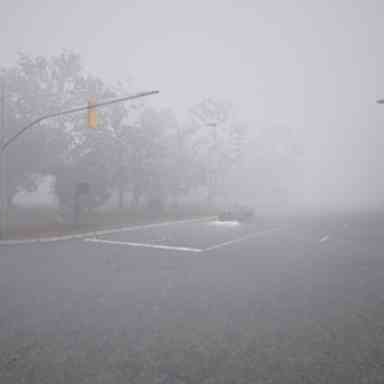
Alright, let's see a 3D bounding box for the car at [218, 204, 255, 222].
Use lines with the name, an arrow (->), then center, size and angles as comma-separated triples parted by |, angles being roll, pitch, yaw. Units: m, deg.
car -> 3.860, 1.728, 28.570 | 1.994, 1.385, 4.181 | -1, 0, 32
